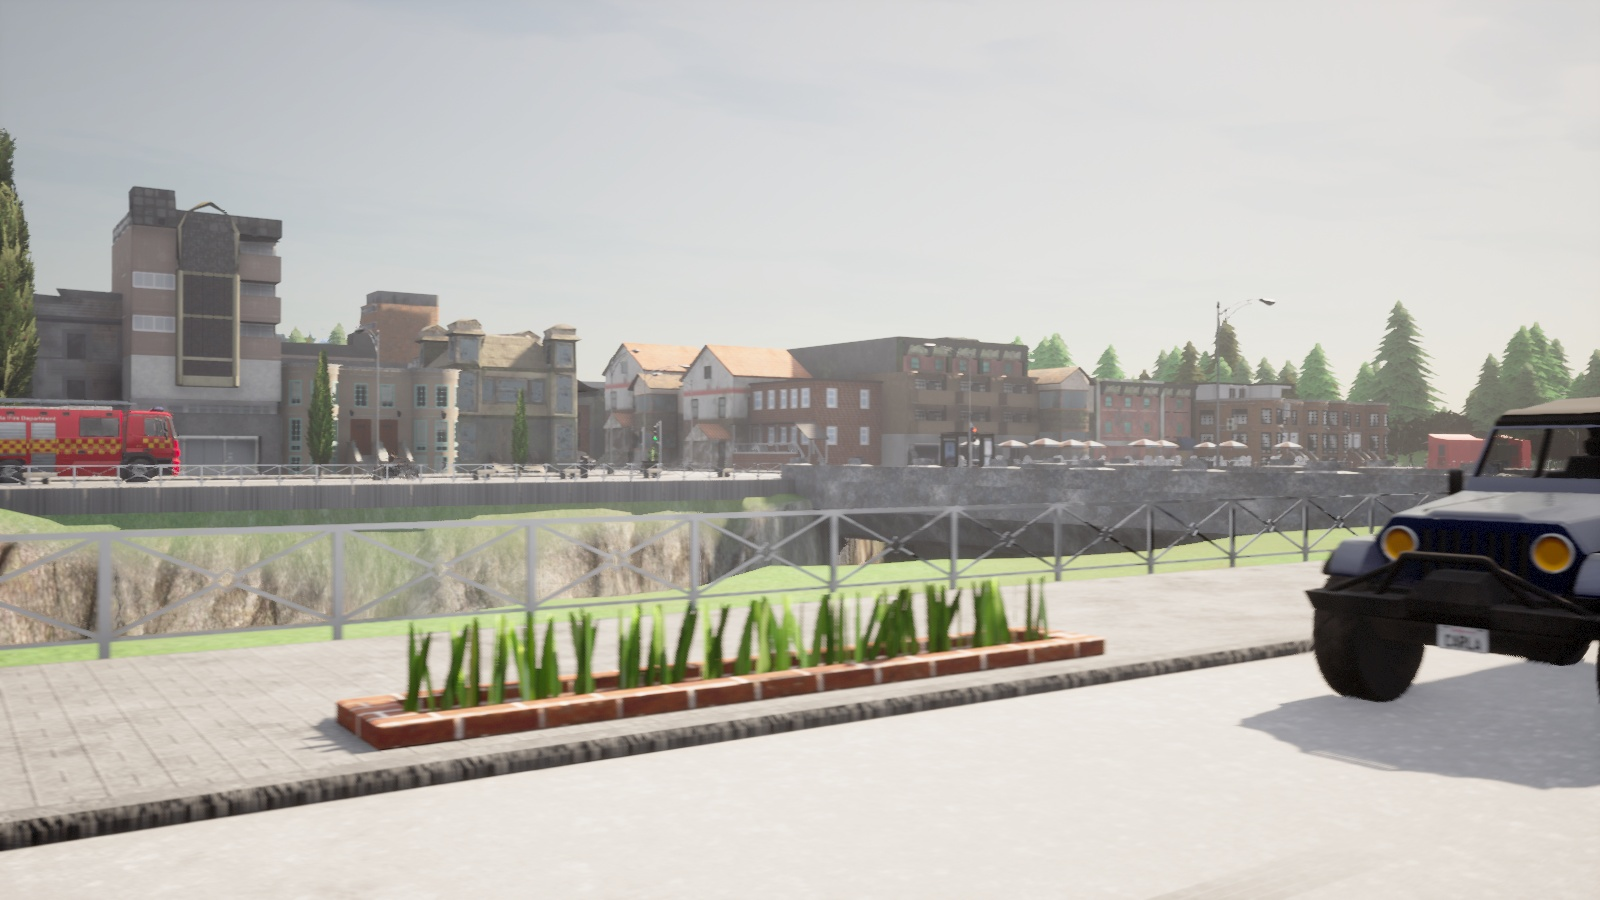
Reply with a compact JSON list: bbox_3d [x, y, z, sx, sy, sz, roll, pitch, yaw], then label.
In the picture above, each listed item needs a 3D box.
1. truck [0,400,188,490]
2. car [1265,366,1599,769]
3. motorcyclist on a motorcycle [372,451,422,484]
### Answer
[{"bbox_3d":[-32.585,-0.212,56.784,8.468,3.827,2.891,0,0,-35],"label":"truck"},{"bbox_3d":[4.845,0.549,7.642,3.866,1.878,1.905,0,0,-35],"label":"car"},{"bbox_3d":[-20.836,0.899,64.965,2.350,1.649,0.766,0,0,-35],"label":"motorcyclist on a motorcycle"}]
